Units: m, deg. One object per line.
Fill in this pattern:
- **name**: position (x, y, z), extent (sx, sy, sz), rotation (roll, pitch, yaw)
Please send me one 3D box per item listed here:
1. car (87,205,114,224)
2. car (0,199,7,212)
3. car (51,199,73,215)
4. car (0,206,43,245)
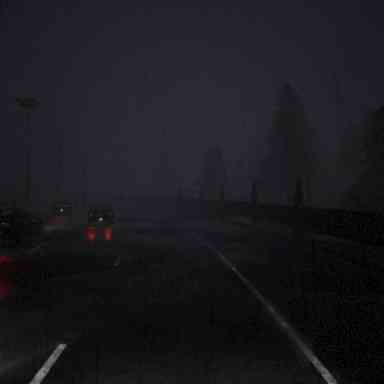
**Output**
- **car**: position (-6.914, 1.617, 25.354), extent (1.895, 1.301, 4.718), rotation (0, 0, -14)
- **car**: position (-24.111, 1.624, 41.088), extent (1.994, 1.385, 4.181), rotation (0, 0, -26)
- **car**: position (-13.666, 1.538, 34.997), extent (1.837, 1.490, 4.892), rotation (0, 0, -20)
- **car**: position (-8.447, 1.512, 15.576), extent (2.128, 1.511, 4.902), rotation (0, 0, -9)
